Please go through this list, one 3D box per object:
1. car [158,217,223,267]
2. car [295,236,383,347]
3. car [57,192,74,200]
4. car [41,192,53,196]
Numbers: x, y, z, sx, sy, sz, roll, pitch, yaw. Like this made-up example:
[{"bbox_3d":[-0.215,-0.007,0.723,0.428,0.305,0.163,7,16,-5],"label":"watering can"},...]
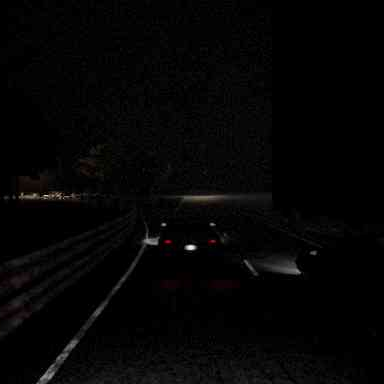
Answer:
[{"bbox_3d":[-0.126,1.552,11.457,1.994,1.385,4.181,0,0,-3],"label":"car"},{"bbox_3d":[3.587,1.542,6.222,2.033,1.411,5.357,0,0,0],"label":"car"},{"bbox_3d":[-26.967,0.794,70.961,4.553,1.767,2.097,1,1,44],"label":"car"},{"bbox_3d":[-34.116,0.661,78.343,2.128,1.511,4.902,0,1,-39],"label":"car"}]
